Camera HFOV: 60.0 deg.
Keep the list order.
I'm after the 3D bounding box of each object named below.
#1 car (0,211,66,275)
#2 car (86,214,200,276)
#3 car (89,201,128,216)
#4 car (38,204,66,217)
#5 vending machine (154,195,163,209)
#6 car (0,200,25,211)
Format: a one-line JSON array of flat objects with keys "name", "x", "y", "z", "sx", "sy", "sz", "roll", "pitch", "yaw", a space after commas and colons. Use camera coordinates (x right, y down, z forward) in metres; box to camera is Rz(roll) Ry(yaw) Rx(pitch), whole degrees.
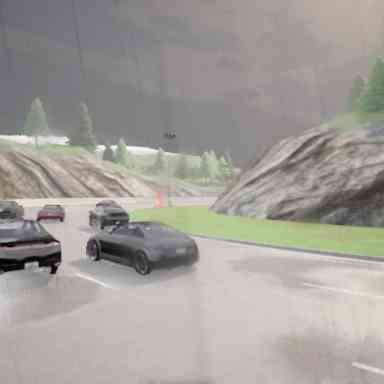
[{"name": "car", "x": -5.414, "y": 1.527, "z": 9.706, "sx": 2.128, "sy": 1.511, "sz": 4.902, "roll": 0, "pitch": 0, "yaw": -42}, {"name": "car", "x": -1.709, "y": 1.626, "z": 10.815, "sx": 1.994, "sy": 1.385, "sz": 4.181, "roll": 1, "pitch": 0, "yaw": -44}, {"name": "car", "x": -5.556, "y": 1.618, "z": 22.075, "sx": 1.837, "sy": 1.490, "sz": 4.892, "roll": 0, "pitch": 0, "yaw": -29}, {"name": "car", "x": -11.683, "y": 1.681, "z": 27.848, "sx": 1.994, "sy": 1.385, "sz": 4.181, "roll": 0, "pitch": 0, "yaw": -18}, {"name": "vending machine", "x": -5.122, "y": 1.497, "z": 51.331, "sx": 1.100, "sy": 2.100, "sz": 0.880, "roll": 0, "pitch": 0, "yaw": 16}, {"name": "car", "x": -15.068, "y": 1.446, "z": 27.098, "sx": 2.097, "sy": 1.767, "sz": 4.553, "roll": 0, "pitch": 0, "yaw": -18}]
